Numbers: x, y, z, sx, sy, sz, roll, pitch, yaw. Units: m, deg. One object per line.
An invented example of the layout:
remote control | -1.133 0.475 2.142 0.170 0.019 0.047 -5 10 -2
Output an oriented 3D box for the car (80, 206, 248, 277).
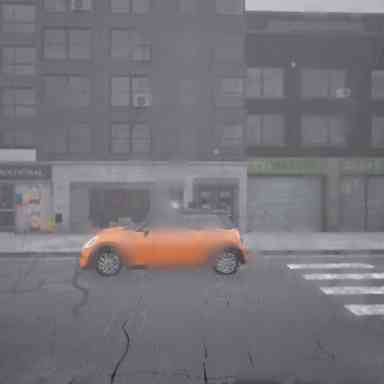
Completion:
car | -0.773 1.300 9.573 4.553 1.767 2.097 0 0 -2
